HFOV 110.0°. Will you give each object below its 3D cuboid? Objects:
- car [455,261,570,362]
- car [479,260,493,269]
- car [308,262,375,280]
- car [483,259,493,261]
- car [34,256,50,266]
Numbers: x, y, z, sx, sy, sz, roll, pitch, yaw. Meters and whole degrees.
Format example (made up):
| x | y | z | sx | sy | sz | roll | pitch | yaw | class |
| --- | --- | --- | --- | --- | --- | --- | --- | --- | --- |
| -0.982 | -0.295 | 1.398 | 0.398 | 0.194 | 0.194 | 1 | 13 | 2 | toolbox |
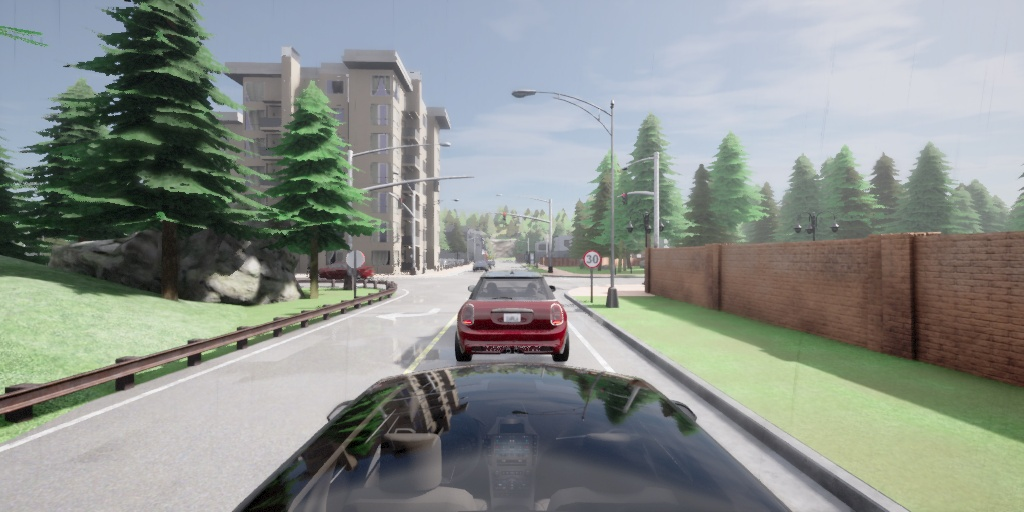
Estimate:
| x | y | z | sx | sy | sz | roll | pitch | yaw | class |
| --- | --- | --- | --- | --- | --- | --- | --- | --- | --- |
| 0.002 | 1.102 | 8.402 | 2.097 | 1.767 | 4.553 | 0 | 0 | 0 | car |
| -4.080 | 1.351 | 56.370 | 1.895 | 1.301 | 4.718 | 0 | 0 | 0 | car |
| -13.664 | 1.243 | 28.775 | 5.008 | 1.535 | 1.882 | 0 | 0 | -1 | car |
| -3.998 | 1.297 | 46.697 | 2.033 | 1.411 | 5.357 | 0 | 0 | 0 | car |
| -30.940 | 0.987 | 24.700 | 5.566 | 2.045 | 2.150 | 0 | 0 | -1 | car |
